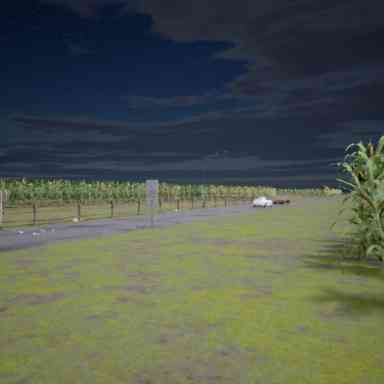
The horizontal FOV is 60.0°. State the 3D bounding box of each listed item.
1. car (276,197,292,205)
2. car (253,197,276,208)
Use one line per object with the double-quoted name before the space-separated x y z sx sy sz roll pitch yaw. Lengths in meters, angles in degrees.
"car" 15.616 1.537 57.349 1.895 1.301 4.718 1 0 35
"car" 10.370 1.472 48.638 1.812 1.442 4.674 1 0 31
